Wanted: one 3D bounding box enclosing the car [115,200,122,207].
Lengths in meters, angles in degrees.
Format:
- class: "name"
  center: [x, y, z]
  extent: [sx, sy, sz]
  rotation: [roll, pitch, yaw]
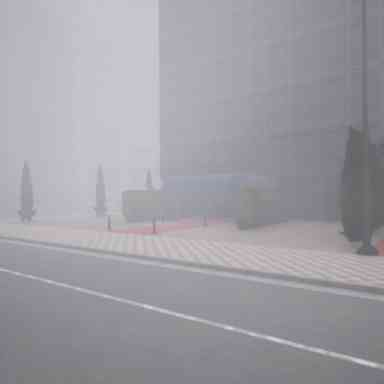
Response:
- class: "car"
  center: [-11.798, 1.841, 60.269]
  extent: [2.097, 1.767, 4.553]
  rotation: [-1, 0, 36]
